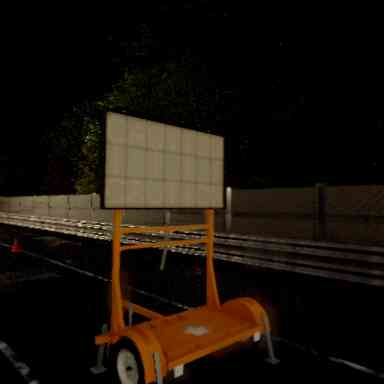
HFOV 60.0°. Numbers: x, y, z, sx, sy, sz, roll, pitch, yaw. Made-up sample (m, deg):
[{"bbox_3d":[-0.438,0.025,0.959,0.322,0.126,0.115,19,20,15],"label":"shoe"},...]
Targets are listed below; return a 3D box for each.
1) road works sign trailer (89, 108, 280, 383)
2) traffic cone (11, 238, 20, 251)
[{"bbox_3d":[-0.466,0.673,5.217,2.380,3.560,2.880,3,-3,-43],"label":"road works sign trailer"},{"bbox_3d":[-8.290,2.479,15.659,0.340,0.580,0.340,3,-3,-43],"label":"traffic cone"}]
